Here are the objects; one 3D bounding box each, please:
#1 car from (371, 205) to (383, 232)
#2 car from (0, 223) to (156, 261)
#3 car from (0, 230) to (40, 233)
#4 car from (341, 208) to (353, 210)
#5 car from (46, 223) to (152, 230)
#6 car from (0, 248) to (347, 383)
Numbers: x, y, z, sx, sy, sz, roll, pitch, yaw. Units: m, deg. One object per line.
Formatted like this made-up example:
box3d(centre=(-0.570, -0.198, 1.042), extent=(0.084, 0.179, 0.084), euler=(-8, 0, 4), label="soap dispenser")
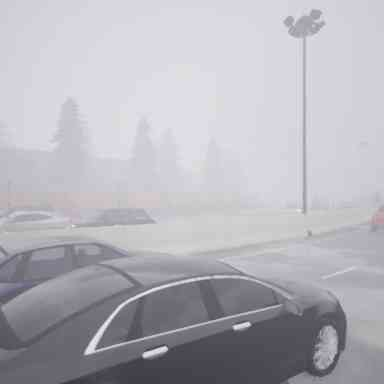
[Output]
box3d(centre=(12.715, 1.524, 20.522), extent=(2.097, 1.767, 4.553), euler=(0, -1, 42), label="car")
box3d(centre=(-2.379, 1.588, 6.478), extent=(5.357, 1.411, 2.033), euler=(0, -1, -37), label="car")
box3d(centre=(-8.028, 1.617, 15.654), extent=(4.674, 1.442, 1.812), euler=(0, 0, -38), label="car")
box3d(centre=(22.269, 1.929, 47.679), extent=(2.033, 1.411, 5.357), euler=(0, 0, 26), label="car")
box3d(centre=(-3.774, 1.446, 14.603), extent=(4.553, 1.767, 2.097), euler=(0, -1, -40), label="car")
box3d(centre=(-0.064, 1.533, 3.943), extent=(4.892, 1.490, 1.837), euler=(0, 0, -37), label="car")
